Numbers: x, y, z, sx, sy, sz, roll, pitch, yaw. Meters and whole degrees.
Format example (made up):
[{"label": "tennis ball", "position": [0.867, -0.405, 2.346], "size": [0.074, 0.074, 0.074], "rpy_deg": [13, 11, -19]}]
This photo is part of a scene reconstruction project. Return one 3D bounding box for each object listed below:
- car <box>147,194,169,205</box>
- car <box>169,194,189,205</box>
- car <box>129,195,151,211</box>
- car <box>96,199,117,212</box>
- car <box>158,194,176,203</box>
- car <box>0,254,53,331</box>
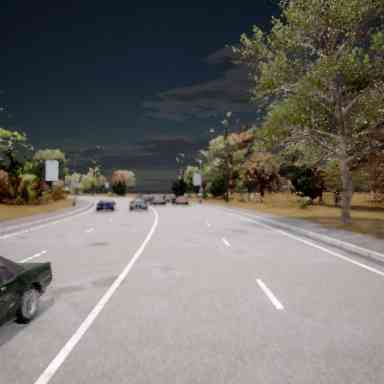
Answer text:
[{"label": "car", "position": [-5.256, 1.302, 50.779], "size": [1.994, 1.385, 4.181], "rpy_deg": [0, 0, -16]}, {"label": "car", "position": [-1.907, 1.300, 51.820], "size": [1.994, 1.385, 4.181], "rpy_deg": [0, 0, -16]}, {"label": "car", "position": [-5.981, 1.379, 37.279], "size": [1.994, 1.385, 4.181], "rpy_deg": [0, 0, -9]}, {"label": "car", "position": [-9.445, 1.415, 36.805], "size": [1.895, 1.301, 4.718], "rpy_deg": [0, 0, -9]}, {"label": "car", "position": [-4.703, 1.173, 61.376], "size": [2.128, 1.511, 4.902], "rpy_deg": [0, 0, -20]}, {"label": "car", "position": [-3.650, 1.591, 4.354], "size": [1.895, 1.301, 4.718], "rpy_deg": [0, 0, -1]}]
